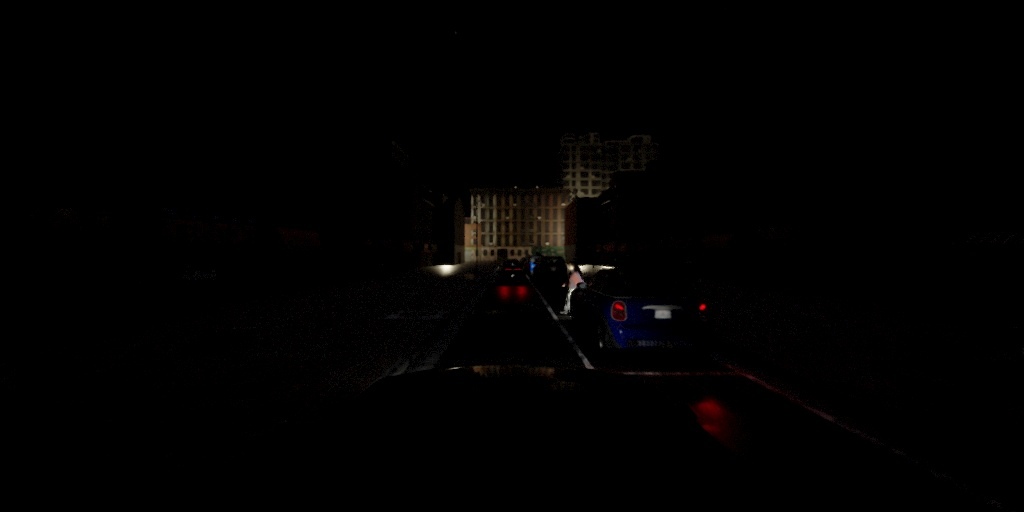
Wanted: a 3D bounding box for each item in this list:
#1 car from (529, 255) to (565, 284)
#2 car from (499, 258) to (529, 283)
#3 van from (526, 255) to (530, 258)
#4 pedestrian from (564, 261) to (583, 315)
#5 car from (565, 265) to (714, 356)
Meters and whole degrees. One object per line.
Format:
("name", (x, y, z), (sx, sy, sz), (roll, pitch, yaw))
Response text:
("car", (2.622, 0.925, 24.979), (2.192, 1.841, 5.009), (0, 0, 0))
("car", (0.057, 1.095, 26.248), (2.128, 1.511, 4.902), (0, 0, 0))
("van", (2.614, 0.886, 35.929), (1.690, 1.789, 3.998), (0, 0, 0))
("pedestrian", (1.972, 0.984, 11.453), (0.375, 1.860, 0.375), (0, 1, 0))
("car", (2.746, 1.058, 8.650), (2.097, 1.767, 4.553), (0, 0, 0))
